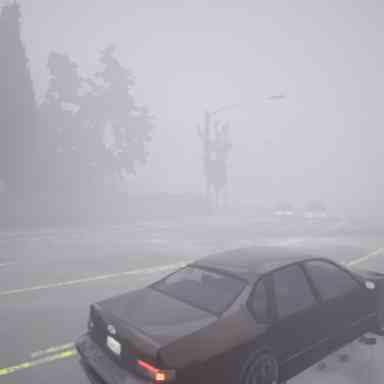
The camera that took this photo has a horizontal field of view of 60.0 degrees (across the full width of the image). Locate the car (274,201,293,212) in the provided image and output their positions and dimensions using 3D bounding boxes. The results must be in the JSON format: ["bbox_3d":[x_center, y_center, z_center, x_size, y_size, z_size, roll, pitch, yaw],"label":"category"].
[{"bbox_3d":[12.028,1.844,44.063,1.994,1.385,4.181,-1,-1,7],"label":"car"}]

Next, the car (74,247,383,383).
[{"bbox_3d":[1.178,1.554,4.862,5.357,1.411,2.033,0,0,-39],"label":"car"}]

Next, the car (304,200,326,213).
[{"bbox_3d":[15.018,1.715,40.717,1.812,1.442,4.674,-1,-1,10],"label":"car"}]
